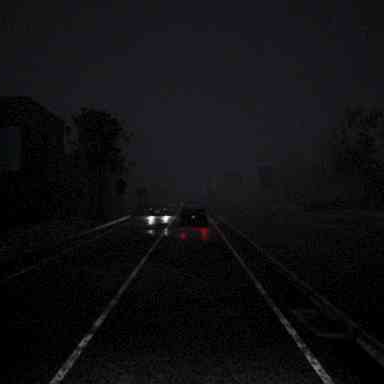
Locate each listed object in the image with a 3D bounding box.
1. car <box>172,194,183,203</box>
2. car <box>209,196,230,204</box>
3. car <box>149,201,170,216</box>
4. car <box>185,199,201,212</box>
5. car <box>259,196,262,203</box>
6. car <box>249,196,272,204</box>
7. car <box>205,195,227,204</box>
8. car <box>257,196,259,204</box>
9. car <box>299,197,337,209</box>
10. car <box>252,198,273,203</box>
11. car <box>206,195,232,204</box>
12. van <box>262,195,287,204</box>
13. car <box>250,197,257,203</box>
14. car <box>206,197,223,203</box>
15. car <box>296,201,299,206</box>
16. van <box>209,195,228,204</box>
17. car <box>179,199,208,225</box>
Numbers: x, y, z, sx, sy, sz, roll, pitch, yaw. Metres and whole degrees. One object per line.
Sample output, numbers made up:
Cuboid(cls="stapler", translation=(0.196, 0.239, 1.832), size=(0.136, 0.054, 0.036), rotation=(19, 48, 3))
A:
Cuboid(cls="car", translation=(-3.292, 1.547, 76.779), size=(2.150, 2.045, 5.566), rotation=(0, -1, 0))
Cuboid(cls="car", translation=(6.282, 1.818, 76.380), size=(4.553, 1.767, 2.185), rotation=(0, -1, 0))
Cuboid(cls="car", translation=(-3.346, 1.667, 34.762), size=(1.812, 1.442, 4.674), rotation=(0, 0, 0))
Cuboid(cls="car", translation=(0.099, 1.672, 41.831), size=(1.837, 1.490, 4.892), rotation=(0, 0, 0))
Cuboid(cls="car", translation=(18.710, 1.930, 75.706), size=(5.366, 1.575, 1.946), rotation=(0, -1, 0))
Cuboid(cls="car", translation=(18.360, 2.078, 89.546), size=(5.566, 2.045, 2.435), rotation=(0, -2, -1))
Cuboid(cls="car", translation=(6.198, 1.943, 85.610), size=(5.566, 2.045, 2.435), rotation=(0, -2, -1))
Cuboid(cls="car", translation=(18.689, 1.992, 78.366), size=(5.366, 1.575, 1.946), rotation=(0, -2, 0))
Cuboid(cls="car", translation=(18.755, 1.515, 48.949), size=(4.553, 1.767, 2.185), rotation=(0, 0, 0))
Cuboid(cls="car", translation=(18.416, 2.240, 86.870), size=(4.892, 1.521, 2.231), rotation=(0, -2, -1))
Cuboid(cls="car", translation=(6.090, 1.880, 73.459), size=(5.366, 1.575, 1.946), rotation=(0, -1, 0))
Cuboid(cls="van", translation=(18.431, 1.649, 72.915), size=(4.442, 1.987, 1.878), rotation=(0, -1, 0))
Cuboid(cls="car", translation=(18.429, 1.897, 84.087), size=(5.566, 2.045, 2.435), rotation=(0, -2, -1))
Cuboid(cls="car", translation=(6.125, 2.269, 91.555), size=(4.553, 1.767, 2.185), rotation=(0, -2, -1))
Cuboid(cls="car", translation=(18.685, 1.694, 52.118), size=(4.674, 1.452, 2.002), rotation=(0, 0, 0))
Cuboid(cls="van", translation=(6.343, 1.794, 79.420), size=(4.442, 1.987, 1.878), rotation=(0, -2, 0))
Cuboid(cls="car", translation=(0.100, 1.581, 25.338), size=(1.882, 1.535, 5.008), rotation=(0, 0, 0))
